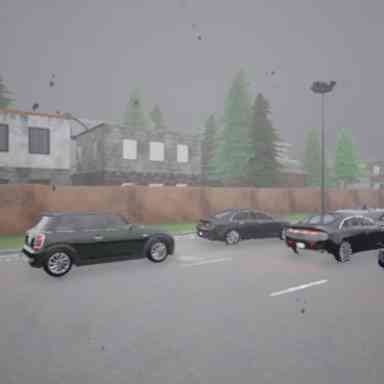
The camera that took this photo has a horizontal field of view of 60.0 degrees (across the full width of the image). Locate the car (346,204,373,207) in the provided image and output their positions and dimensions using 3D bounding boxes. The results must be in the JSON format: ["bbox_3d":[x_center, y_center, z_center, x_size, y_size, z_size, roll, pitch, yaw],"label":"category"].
[{"bbox_3d":[13.206,1.604,25.820,4.718,1.301,1.895,0,0,-37],"label":"car"}]

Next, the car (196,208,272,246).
[{"bbox_3d":[2.578,1.509,15.254,4.892,1.490,1.837,-1,1,-25],"label":"car"}]

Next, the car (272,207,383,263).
[{"bbox_3d":[5.438,1.492,11.968,4.902,1.511,2.128,0,0,-35],"label":"car"}]

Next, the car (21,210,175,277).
[{"bbox_3d":[-2.763,1.353,10.495,4.553,1.767,2.097,0,0,-35],"label":"car"}]

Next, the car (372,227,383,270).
[{"bbox_3d":[6.965,1.602,8.762,4.718,1.301,1.895,0,0,-35],"label":"car"}]
